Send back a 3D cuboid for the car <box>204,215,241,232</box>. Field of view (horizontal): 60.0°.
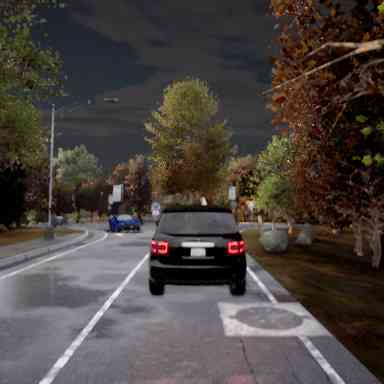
[{"bbox_3d":[3.034,2.971,31.889,2.033,1.411,5.357,-2,-5,22],"label":"car"}]

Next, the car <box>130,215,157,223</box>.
[{"bbox_3d":[-9.698,5.369,66.053,4.902,1.511,2.128,2,-5,-21],"label":"car"}]

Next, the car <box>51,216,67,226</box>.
[{"bbox_3d":[-19.234,4.172,47.782,1.812,1.442,4.674,0,-4,-8],"label":"car"}]

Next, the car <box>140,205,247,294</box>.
[{"bbox_3d":[0.115,1.360,9.263,2.150,2.045,5.566,0,-2,0],"label":"car"}]

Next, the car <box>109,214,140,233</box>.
[{"bbox_3d":[-5.796,2.635,28.432,1.882,1.535,5.008,3,-5,-25],"label":"car"}]
